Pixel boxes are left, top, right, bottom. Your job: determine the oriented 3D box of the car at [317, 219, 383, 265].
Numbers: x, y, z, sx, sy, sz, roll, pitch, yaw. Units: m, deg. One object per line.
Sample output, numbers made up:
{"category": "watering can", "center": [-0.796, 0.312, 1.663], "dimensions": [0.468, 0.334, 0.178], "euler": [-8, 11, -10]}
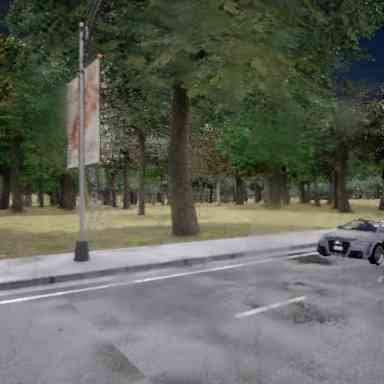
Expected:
{"category": "car", "center": [6.548, 1.725, 12.368], "dimensions": [4.181, 1.385, 1.994], "euler": [1, -1, -36]}
